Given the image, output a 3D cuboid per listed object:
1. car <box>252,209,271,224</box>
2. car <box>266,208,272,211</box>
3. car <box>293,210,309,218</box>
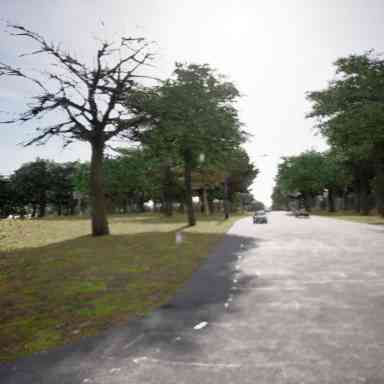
[{"bbox_3d":[8.766,3.295,42.779,1.837,1.490,4.892,-3,-3,10],"label":"car"},{"bbox_3d":[21.130,5.322,92.913,2.128,1.511,4.902,-3,-3,10],"label":"car"},{"bbox_3d":[18.056,3.605,55.369,1.895,1.301,4.718,-3,-3,10],"label":"car"}]
